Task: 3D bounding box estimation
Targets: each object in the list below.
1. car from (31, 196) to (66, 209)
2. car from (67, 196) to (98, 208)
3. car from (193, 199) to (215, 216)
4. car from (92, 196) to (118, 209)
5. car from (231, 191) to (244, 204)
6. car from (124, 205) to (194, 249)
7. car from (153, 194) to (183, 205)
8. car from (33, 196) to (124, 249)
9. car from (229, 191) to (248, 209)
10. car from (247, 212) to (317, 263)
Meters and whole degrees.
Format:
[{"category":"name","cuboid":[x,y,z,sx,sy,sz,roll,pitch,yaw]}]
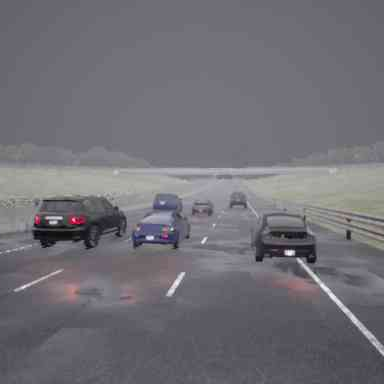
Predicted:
[{"category":"car","cuboid":[-18.764,1.364,43.818,1.882,1.535,5.008,0,1,7]},{"category":"car","cuboid":[-14.984,1.348,45.732,2.128,1.511,4.902,0,1,7]},{"category":"car","cuboid":[1.119,1.460,32.377,2.128,1.511,4.902,0,0,7]},{"category":"car","cuboid":[-11.573,1.390,44.737,1.812,1.442,4.674,0,1,7]},{"category":"car","cuboid":[7.548,0.857,55.363,2.150,2.045,5.566,0,1,7]},{"category":"car","cuboid":[-1.221,1.515,14.450,1.812,1.442,4.674,0,0,7]},{"category":"car","cuboid":[-2.336,1.185,32.944,2.150,2.045,5.566,0,0,7]},{"category":"car","cuboid":[-4.703,1.210,14.820,2.150,2.045,5.566,0,0,7]},{"category":"car","cuboid":[6.067,1.077,43.391,2.150,2.045,5.566,0,1,9]},{"category":"car","cuboid":[3.114,1.496,11.935,1.837,1.490,4.892,0,0,7]}]
